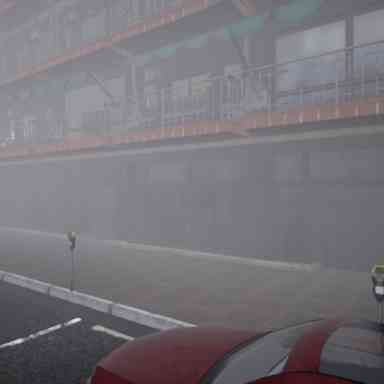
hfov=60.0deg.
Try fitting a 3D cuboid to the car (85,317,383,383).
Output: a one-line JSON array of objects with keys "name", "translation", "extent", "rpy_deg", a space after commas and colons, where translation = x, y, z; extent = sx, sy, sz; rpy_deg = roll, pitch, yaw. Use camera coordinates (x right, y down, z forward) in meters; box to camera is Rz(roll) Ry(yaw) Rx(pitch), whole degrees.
[{"name": "car", "translation": [0.999, 1.582, 2.162], "extent": [4.206, 1.307, 1.802], "rpy_deg": [0, 0, 35]}]
